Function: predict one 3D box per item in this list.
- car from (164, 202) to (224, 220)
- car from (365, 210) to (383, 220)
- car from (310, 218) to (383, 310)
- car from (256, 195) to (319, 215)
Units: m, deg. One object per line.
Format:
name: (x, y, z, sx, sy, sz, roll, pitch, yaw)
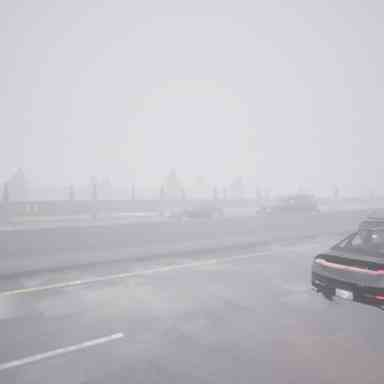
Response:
car: (0.219, 1.491, 25.522, 4.902, 1.511, 2.128, 0, 0, -34)
car: (9.203, 1.505, 14.556, 4.892, 1.490, 1.837, 0, 0, -35)
car: (4.521, 1.492, 6.969, 4.902, 1.511, 2.128, 0, 0, -35)
car: (7.626, 1.222, 26.287, 5.566, 2.045, 2.150, 0, 0, -32)
